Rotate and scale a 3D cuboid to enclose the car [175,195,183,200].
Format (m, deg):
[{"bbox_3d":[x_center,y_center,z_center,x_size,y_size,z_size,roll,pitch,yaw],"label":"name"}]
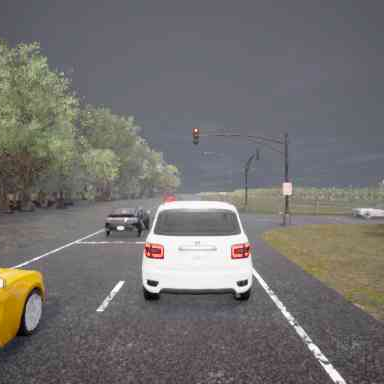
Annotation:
[{"bbox_3d":[-3.495,1.553,92.467,1.994,1.385,4.181,0,0,0],"label":"car"}]

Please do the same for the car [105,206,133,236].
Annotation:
[{"bbox_3d":[-3.397,1.497,18.247,2.128,1.511,4.902,0,0,0],"label":"car"}]

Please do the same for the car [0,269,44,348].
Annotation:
[{"bbox_3d":[-3.399,1.479,3.592,1.882,1.535,5.008,0,0,0],"label":"car"}]

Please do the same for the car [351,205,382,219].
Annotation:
[{"bbox_3d":[17.726,1.853,31.543,4.718,1.301,1.895,1,-1,1],"label":"car"}]

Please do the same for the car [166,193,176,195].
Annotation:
[{"bbox_3d":[-3.397,1.229,54.488,2.150,2.045,5.566,0,0,0],"label":"car"}]

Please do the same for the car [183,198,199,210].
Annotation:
[{"bbox_3d":[-0.081,1.555,45.435,2.033,1.411,5.357,0,0,2],"label":"car"}]

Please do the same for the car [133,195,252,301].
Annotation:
[{"bbox_3d":[0.102,1.224,8.493,2.150,2.045,5.566,0,0,0],"label":"car"}]
